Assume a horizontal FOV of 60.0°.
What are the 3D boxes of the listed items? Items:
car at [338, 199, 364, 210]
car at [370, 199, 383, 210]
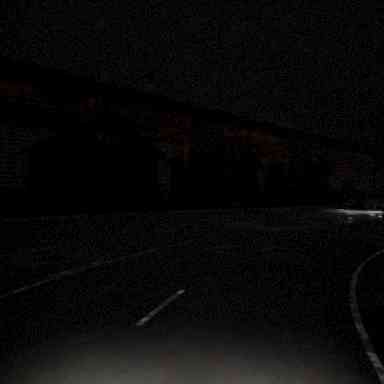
[{"bbox_3d":[21.942,1.650,45.746,4.674,1.442,1.812,1,0,-39],"label":"car"},{"bbox_3d":[25.213,1.657,43.904,4.902,1.511,2.128,1,0,-39],"label":"car"}]
